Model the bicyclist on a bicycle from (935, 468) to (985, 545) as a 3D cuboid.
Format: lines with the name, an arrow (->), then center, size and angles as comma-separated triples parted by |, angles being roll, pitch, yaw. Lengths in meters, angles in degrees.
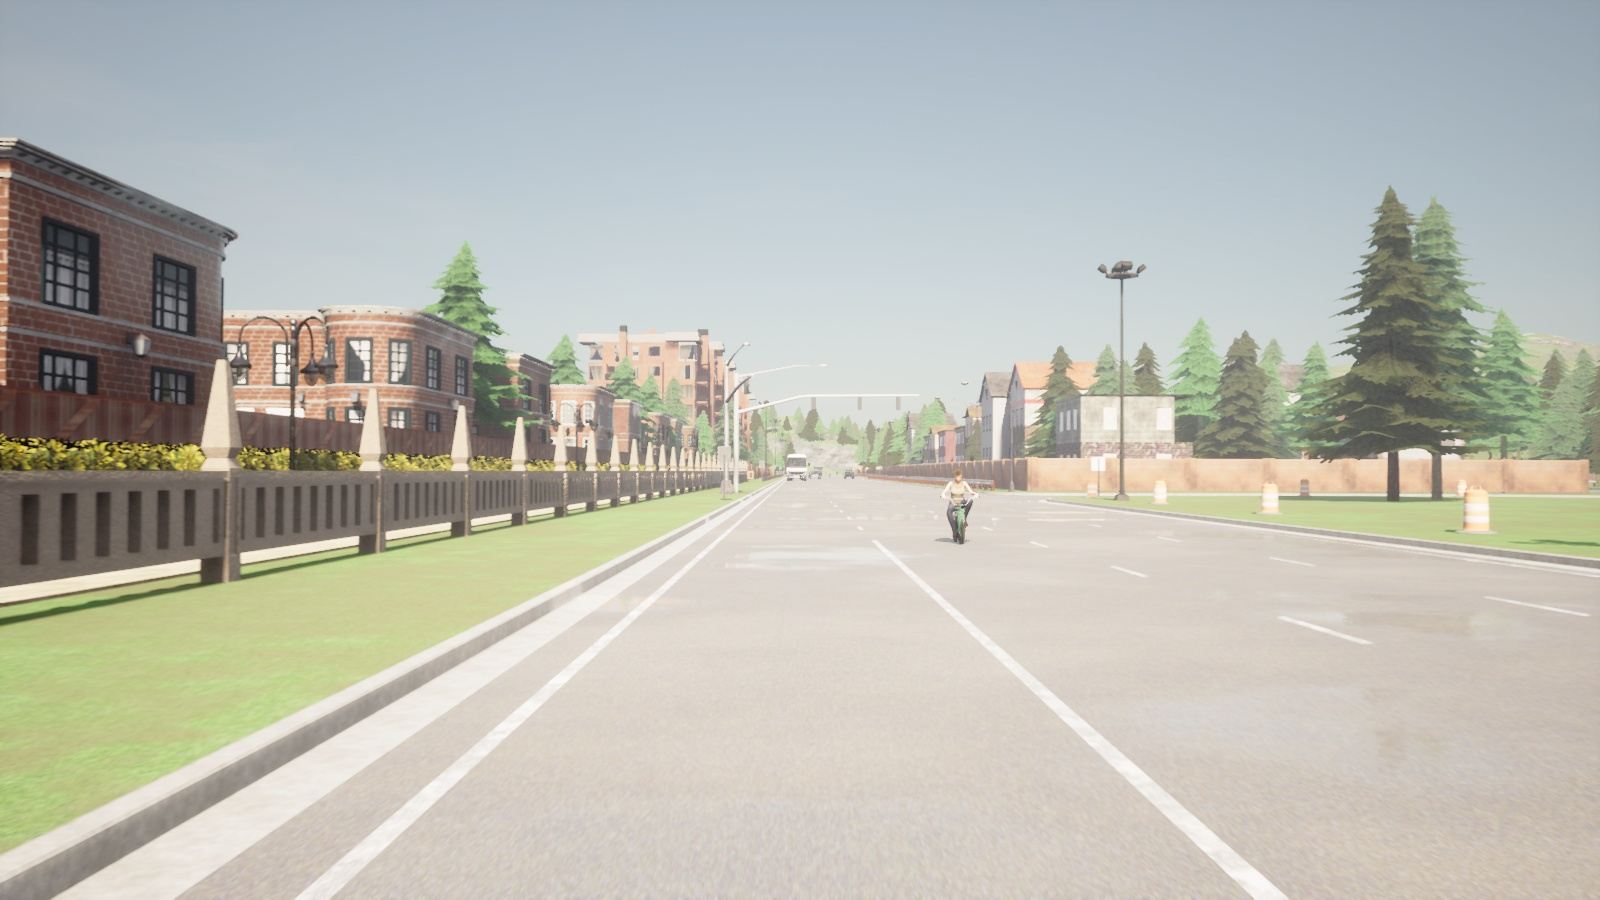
bicyclist on a bicycle -> 3.439, 1.191, 27.106 | 0.866, 1.612, 1.509 | 0, -1, 0
